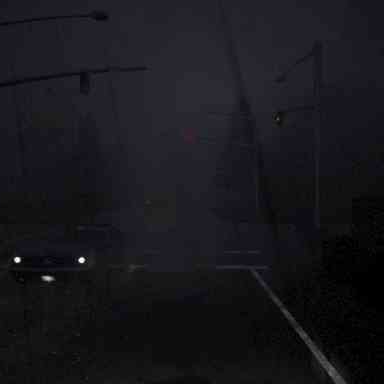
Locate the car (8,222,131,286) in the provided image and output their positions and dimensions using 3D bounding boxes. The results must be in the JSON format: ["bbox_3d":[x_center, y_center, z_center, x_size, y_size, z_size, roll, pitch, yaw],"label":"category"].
[{"bbox_3d":[-3.140,1.601,9.562,1.895,1.301,4.718,0,0,1],"label":"car"}]

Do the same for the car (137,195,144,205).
[{"bbox_3d":[-7.718,1.503,57.880,1.837,1.490,4.892,0,0,-21],"label":"car"}]

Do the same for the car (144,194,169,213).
[{"bbox_3d":[-3.753,1.221,37.172,2.150,2.045,5.566,0,0,-2],"label":"car"}]

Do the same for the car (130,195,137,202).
[{"bbox_3d":[-12.428,1.433,73.166,5.008,1.535,1.882,0,0,42],"label":"car"}]

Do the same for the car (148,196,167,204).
[{"bbox_3d":[-6.724,1.547,64.768,2.033,1.411,5.357,0,0,-26],"label":"car"}]
